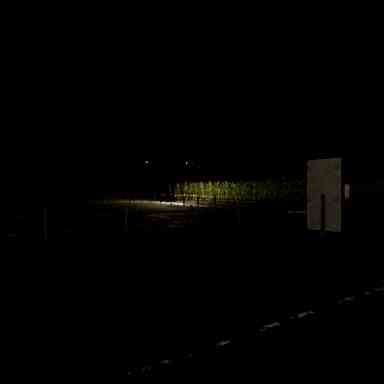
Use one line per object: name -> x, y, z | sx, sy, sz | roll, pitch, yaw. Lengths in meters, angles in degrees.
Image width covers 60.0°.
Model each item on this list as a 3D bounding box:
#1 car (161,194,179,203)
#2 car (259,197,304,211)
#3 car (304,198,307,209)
car -> -4.195, 1.142, 59.945 | 1.837, 1.490, 4.892 | 0, 0, -31
car -> 9.776, 1.321, 38.017 | 2.128, 1.511, 4.902 | 0, 0, -33
car -> 13.375, 1.395, 39.260 | 2.033, 1.411, 5.357 | 0, 0, -33
